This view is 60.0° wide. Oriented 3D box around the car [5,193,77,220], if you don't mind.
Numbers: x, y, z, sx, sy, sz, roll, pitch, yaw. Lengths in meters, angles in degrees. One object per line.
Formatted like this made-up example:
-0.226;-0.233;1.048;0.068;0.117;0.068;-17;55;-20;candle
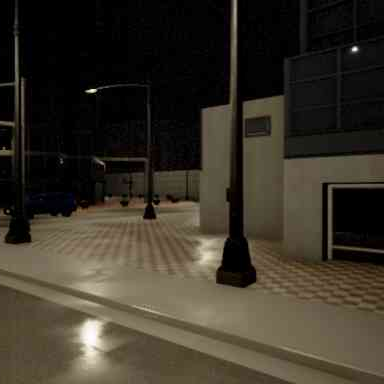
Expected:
-12.212;1.104;27.334;2.150;2.045;5.566;0;0;36;car
